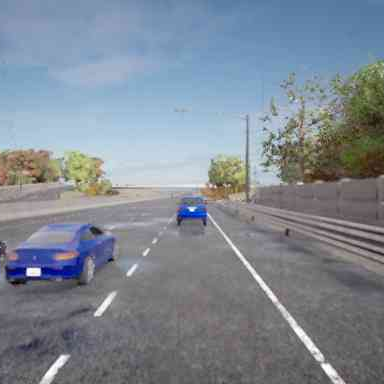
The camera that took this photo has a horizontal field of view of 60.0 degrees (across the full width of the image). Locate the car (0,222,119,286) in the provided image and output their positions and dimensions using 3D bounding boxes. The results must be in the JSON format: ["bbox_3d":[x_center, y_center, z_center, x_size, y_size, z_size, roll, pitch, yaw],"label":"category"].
[{"bbox_3d":[-3.403,1.568,9.455,1.812,1.442,4.674,0,0,0],"label":"car"}]

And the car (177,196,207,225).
[{"bbox_3d":[-0.002,1.347,25.492,2.150,2.045,5.566,0,0,0],"label":"car"}]
